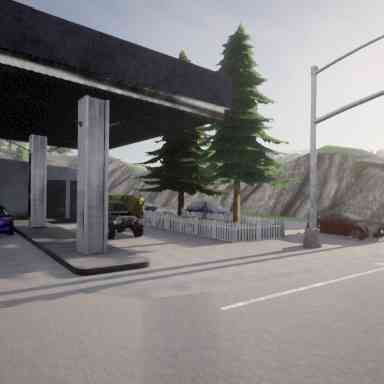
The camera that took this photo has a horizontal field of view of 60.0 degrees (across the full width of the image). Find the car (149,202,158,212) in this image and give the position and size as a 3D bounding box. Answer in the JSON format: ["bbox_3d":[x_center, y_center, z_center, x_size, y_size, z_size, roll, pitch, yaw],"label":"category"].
[{"bbox_3d":[-6.138,1.676,40.318,2.033,1.411,5.357,1,0,-35],"label":"car"}]

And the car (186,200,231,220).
[{"bbox_3d":[1.431,1.568,29.355,2.097,1.767,4.553,1,0,-35],"label":"car"}]

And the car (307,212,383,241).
[{"bbox_3d":[8.693,1.865,18.830,1.994,1.385,4.181,1,0,-35],"label":"car"}]

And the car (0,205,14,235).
[{"bbox_3d":[-11.400,1.524,18.656,2.242,1.667,4.611,1,0,-35],"label":"car"}]

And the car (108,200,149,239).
[{"bbox_3d":[-4.272,1.448,18.380,1.905,1.878,3.866,1,0,-35],"label":"car"}]
